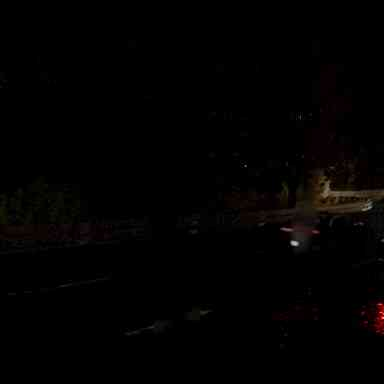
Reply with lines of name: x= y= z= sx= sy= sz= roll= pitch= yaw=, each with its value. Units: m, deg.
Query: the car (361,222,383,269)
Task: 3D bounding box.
car: x=7.219 y=1.505 z=9.895 sx=4.902 sy=1.511 sz=2.128 roll=0 pitch=0 yaw=-42

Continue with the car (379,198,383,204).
car: x=35.840 y=1.596 z=60.806 sx=1.812 sy=1.442 sz=4.674 roll=0 pitch=0 yaw=14

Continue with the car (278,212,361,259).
car: x=5.283 y=1.522 z=12.845 sx=4.902 sy=1.511 sz=2.128 roll=0 pitch=0 yaw=-42
